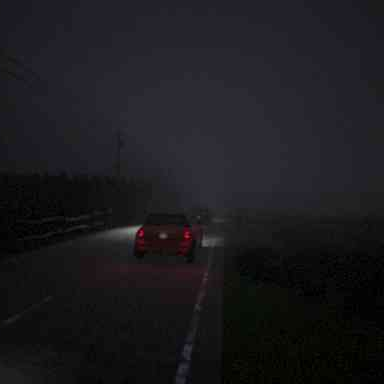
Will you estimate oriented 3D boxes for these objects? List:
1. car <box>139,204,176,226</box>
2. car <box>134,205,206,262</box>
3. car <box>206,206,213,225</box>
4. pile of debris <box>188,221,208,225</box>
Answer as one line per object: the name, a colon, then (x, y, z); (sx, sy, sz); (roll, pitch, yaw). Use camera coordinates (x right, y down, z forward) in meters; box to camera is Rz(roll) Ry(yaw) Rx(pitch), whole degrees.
car: (-2.736, 1.811, 27.651); (2.128, 1.511, 4.902); (2, -1, 6)
car: (-0.748, 1.526, 13.229); (2.097, 1.767, 4.553); (2, -1, 6)
car: (0.769, 1.910, 28.782); (1.882, 1.535, 5.008); (2, -1, 6)
pile of debris: (0.554, 2.587, 27.650); (1.500, 0.140, 1.860); (2, -1, 6)
